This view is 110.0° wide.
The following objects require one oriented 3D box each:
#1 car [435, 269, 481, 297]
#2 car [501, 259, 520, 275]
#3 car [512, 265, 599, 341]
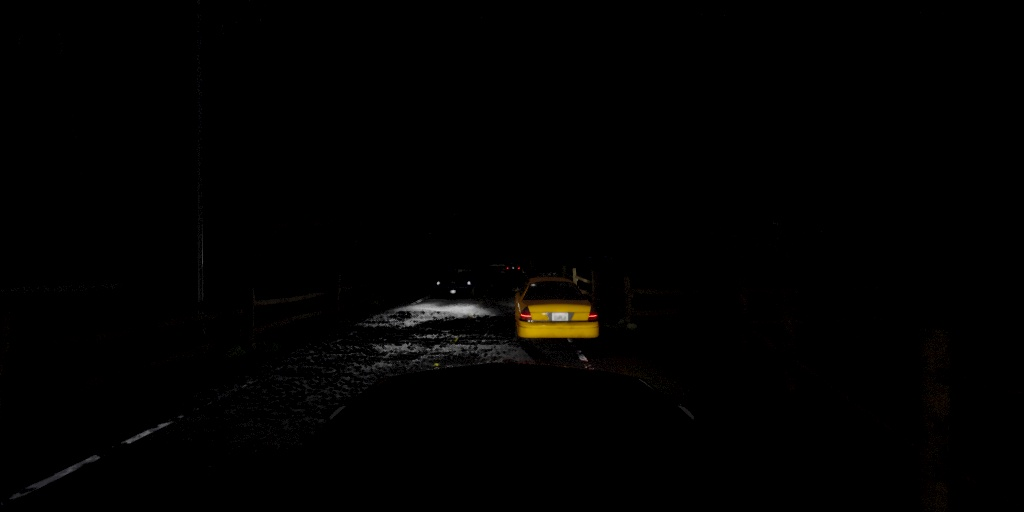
[{"bbox_3d":[-2.728,1.348,18.896,1.895,1.301,4.718,0,0,0],"label":"car"},{"bbox_3d":[0.130,1.303,39.692,2.033,1.411,5.357,0,0,0],"label":"car"},{"bbox_3d":[0.973,1.204,9.805,1.801,1.575,5.366,0,0,0],"label":"car"}]
